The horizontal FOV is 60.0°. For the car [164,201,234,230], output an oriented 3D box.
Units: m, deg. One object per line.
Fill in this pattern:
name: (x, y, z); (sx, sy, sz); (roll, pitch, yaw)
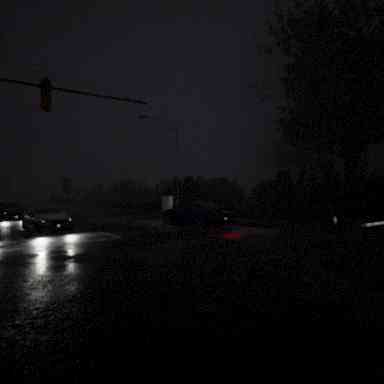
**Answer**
car: (0.245, 1.274, 19.592); (1.882, 1.535, 5.008); (-1, 1, -39)

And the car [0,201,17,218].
car: (-14.856, 1.485, 27.067); (2.033, 1.411, 5.357); (-1, 1, -39)

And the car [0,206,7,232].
car: (-11.139, 1.536, 16.844); (2.033, 1.411, 5.357); (-1, 1, -39)

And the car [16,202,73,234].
car: (-8.308, 1.452, 18.908); (1.812, 1.442, 4.674); (-1, 1, -39)
